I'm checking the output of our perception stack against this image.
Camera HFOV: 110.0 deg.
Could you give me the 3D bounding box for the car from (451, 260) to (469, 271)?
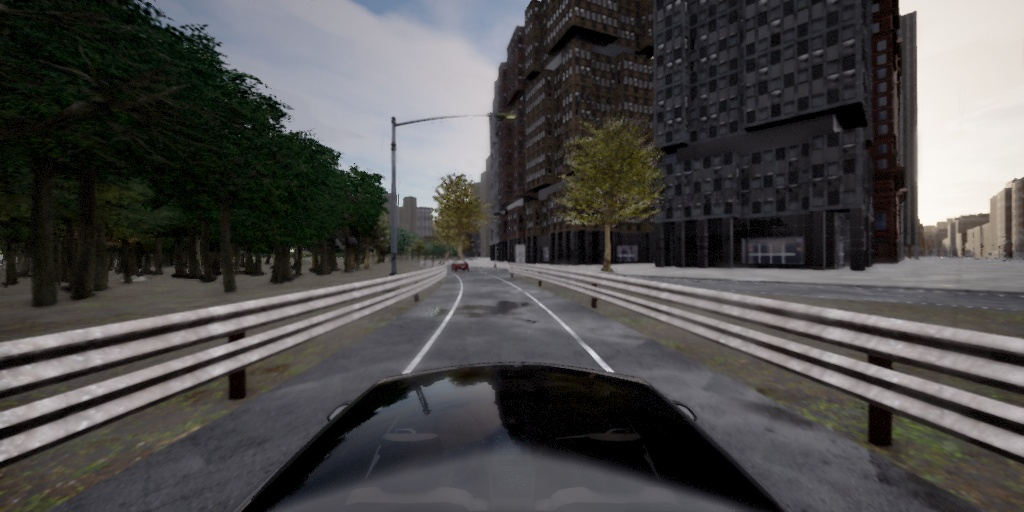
[{"bbox_3d":[-7.206,1.297,49.649,1.882,1.535,5.008,0,0,-18],"label":"car"}]
